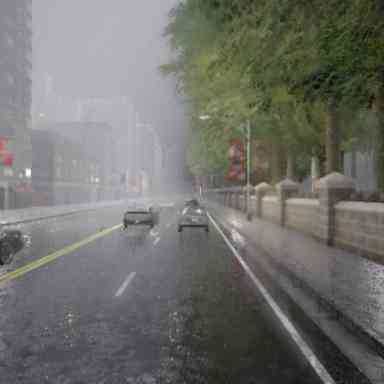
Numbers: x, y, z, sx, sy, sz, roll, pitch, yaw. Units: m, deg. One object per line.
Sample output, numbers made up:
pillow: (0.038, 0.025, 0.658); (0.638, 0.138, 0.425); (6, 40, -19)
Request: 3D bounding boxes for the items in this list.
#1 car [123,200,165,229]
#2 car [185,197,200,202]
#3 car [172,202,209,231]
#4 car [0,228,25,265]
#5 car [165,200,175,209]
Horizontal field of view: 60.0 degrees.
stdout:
car: (-3.158, 1.508, 21.481); (2.128, 1.511, 4.902); (0, 0, 0)
car: (0.088, 1.539, 47.764); (1.837, 1.490, 4.892); (0, 0, 0)
car: (0.094, 1.563, 20.508); (2.033, 1.411, 5.357); (0, 0, 0)
car: (-6.582, 1.555, 8.942); (2.033, 1.411, 5.357); (0, 0, 0)
car: (-3.160, 1.632, 42.755); (1.895, 1.301, 4.718); (0, 0, 0)
